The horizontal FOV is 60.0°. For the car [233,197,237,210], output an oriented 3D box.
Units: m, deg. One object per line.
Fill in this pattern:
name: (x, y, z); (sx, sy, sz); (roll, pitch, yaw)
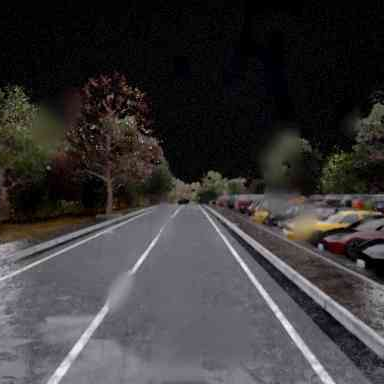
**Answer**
car: (6.898, 1.549, 33.947); (4.674, 1.452, 2.002); (0, 0, 0)

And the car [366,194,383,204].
car: (19.953, 1.228, 31.199); (5.566, 2.045, 2.435); (0, 0, 0)

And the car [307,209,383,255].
car: (6.926, 1.512, 11.737); (4.792, 1.488, 2.163); (0, 0, 0)

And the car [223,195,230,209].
car: (6.908, 1.265, 39.499); (5.566, 2.045, 2.435); (0, 0, 0)

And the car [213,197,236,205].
car: (6.830, 1.905, 70.011); (4.553, 1.767, 2.185); (0, -1, 0)

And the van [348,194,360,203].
van: (20.084, 1.259, 36.615); (4.442, 1.987, 1.878); (0, 0, 0)

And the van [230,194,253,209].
van: (6.770, 1.287, 36.723); (4.442, 1.987, 1.878); (0, 0, 0)

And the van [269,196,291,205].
van: (19.981, 1.894, 75.494); (4.442, 1.987, 1.878); (0, -1, 0)

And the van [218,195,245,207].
van: (6.944, 1.610, 58.914); (4.442, 1.987, 1.878); (0, -1, 0)

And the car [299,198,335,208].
car: (19.917, 1.711, 53.213); (4.892, 1.521, 2.231); (0, -1, 0)

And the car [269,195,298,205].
car: (19.899, 1.802, 72.603); (5.566, 2.045, 2.435); (0, -1, 0)

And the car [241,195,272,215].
car: (6.878, 1.377, 28.394); (4.553, 1.767, 2.185); (0, 0, 0)

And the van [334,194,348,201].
van: (19.843, 1.263, 39.517); (4.442, 1.987, 1.878); (0, -1, 0)

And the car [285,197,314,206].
car: (19.869, 1.728, 61.525); (4.553, 1.767, 2.185); (0, -1, 0)

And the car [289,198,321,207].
car: (19.903, 1.808, 58.878); (5.008, 1.535, 2.097); (0, -1, 0)

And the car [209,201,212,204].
car: (6.777, 1.729, 67.241); (5.566, 2.045, 2.435); (0, -1, 0)

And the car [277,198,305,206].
car: (19.880, 1.951, 67.063); (4.892, 1.521, 2.231); (0, -1, 0)

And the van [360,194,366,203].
van: (20.091, 1.256, 33.969); (4.442, 1.987, 1.878); (0, 0, 0)

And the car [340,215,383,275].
car: (6.933, 1.509, 8.961); (4.792, 1.488, 2.163); (0, 0, 0)

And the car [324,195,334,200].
car: (19.958, 1.519, 42.135); (5.008, 1.535, 2.097); (0, -1, 0)

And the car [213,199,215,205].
car: (6.823, 1.924, 61.685); (4.674, 1.452, 2.002); (0, -1, 0)

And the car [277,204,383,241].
car: (6.762, 1.483, 14.513); (5.366, 1.575, 1.946); (0, 0, 0)

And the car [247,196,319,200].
car: (6.886, 1.374, 25.618); (4.553, 1.767, 2.185); (0, 0, 0)

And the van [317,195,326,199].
van: (19.828, 1.341, 44.908); (4.442, 1.987, 1.878); (0, -1, 0)

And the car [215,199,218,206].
car: (6.841, 1.788, 56.134); (5.008, 1.535, 2.097); (0, -1, 0)

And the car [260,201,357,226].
car: (6.926, 1.494, 20.066); (4.892, 1.521, 2.231); (0, 0, 0)

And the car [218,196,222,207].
car: (6.820, 1.722, 50.583); (4.792, 1.488, 2.163); (0, -1, 0)

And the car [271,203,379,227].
car: (6.946, 1.490, 17.289); (4.892, 1.521, 2.231); (0, 0, 0)

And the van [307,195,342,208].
van: (20.047, 1.436, 50.447); (4.442, 1.987, 1.878); (0, -1, 0)

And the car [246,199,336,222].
car: (6.739, 1.493, 22.841); (5.366, 1.575, 1.946); (0, 0, 0)

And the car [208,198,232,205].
car: (6.591, 2.219, 78.323); (5.366, 1.575, 1.946); (0, -1, 0)

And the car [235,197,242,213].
car: (6.897, 1.506, 31.171); (5.008, 1.535, 2.097); (0, 0, 0)

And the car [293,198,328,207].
car: (19.911, 1.758, 55.983); (5.008, 1.535, 2.097); (0, -1, 0)

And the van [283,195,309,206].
van: (20.010, 1.676, 64.297); (4.442, 1.987, 1.878); (0, -1, 0)
